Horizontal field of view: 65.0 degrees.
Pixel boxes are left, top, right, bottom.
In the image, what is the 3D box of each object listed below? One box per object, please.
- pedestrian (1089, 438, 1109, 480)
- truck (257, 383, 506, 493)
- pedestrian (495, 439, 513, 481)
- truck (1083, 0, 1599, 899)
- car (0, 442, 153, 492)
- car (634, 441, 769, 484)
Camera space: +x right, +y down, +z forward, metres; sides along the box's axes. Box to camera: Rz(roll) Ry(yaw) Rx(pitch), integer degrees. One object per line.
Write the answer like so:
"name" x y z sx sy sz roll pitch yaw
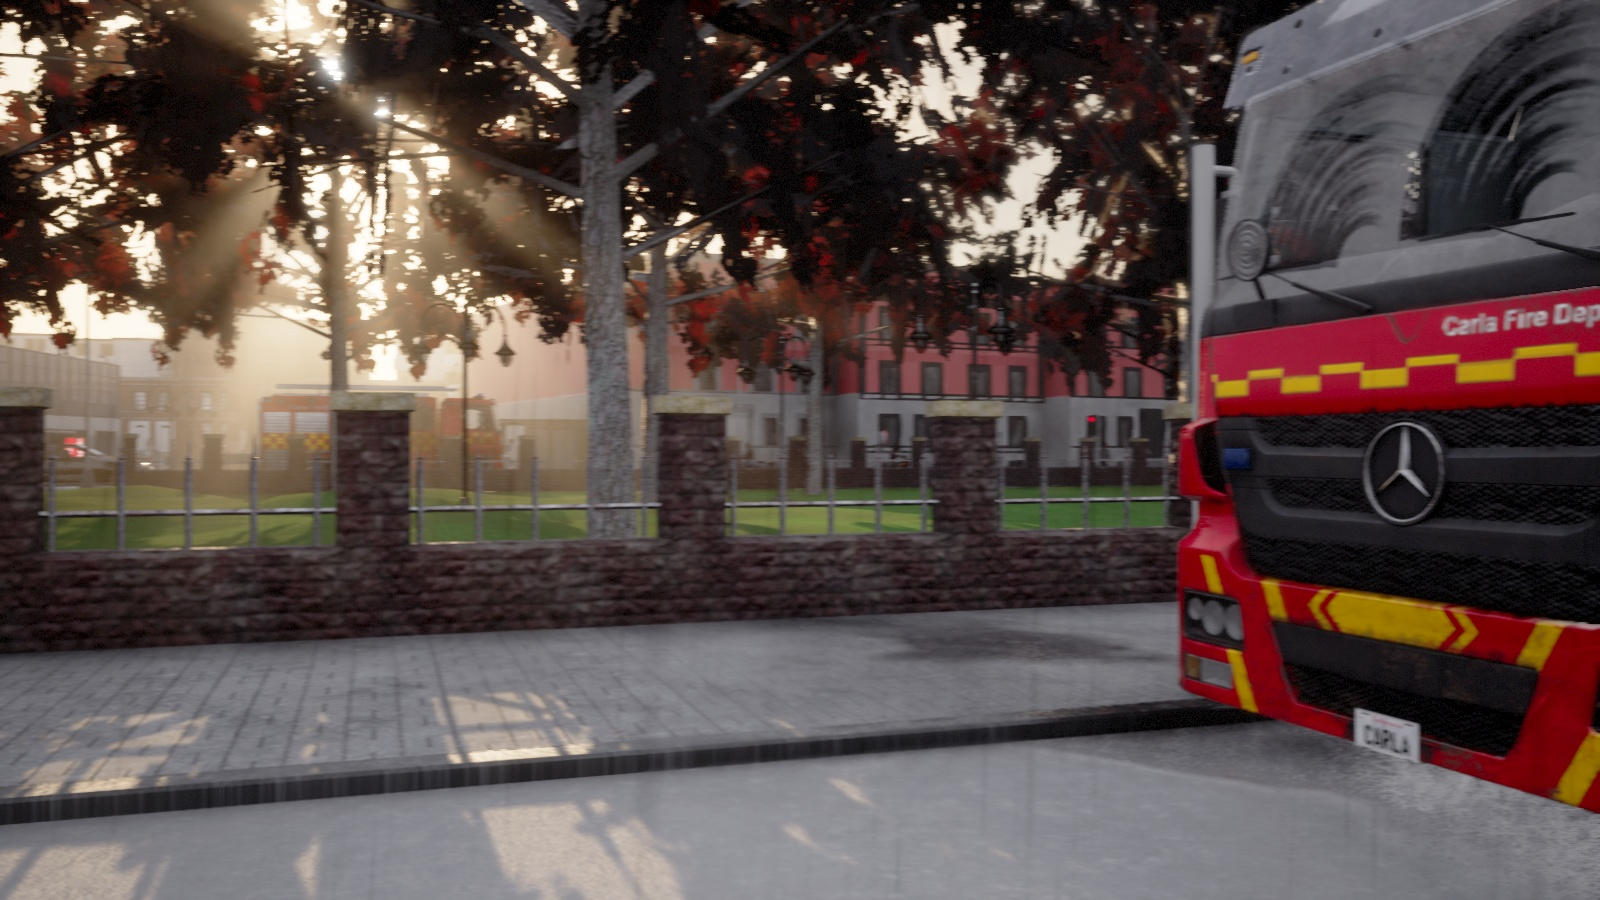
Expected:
"pedestrian" 13.982 0.435 58.704 0.423 1.949 0.788 0 0 -35
"truck" -15.372 -0.420 46.507 8.468 3.827 2.891 0 0 -19
"pedestrian" -12.949 0.439 54.909 0.706 1.836 0.354 0 0 -19
"truck" 5.787 -0.444 5.870 8.468 3.827 2.891 0 0 -20
"car" -25.199 0.556 43.150 5.027 1.651 2.152 0 0 -19
"car" -3.979 0.486 50.401 5.027 1.651 2.152 0 0 -19
